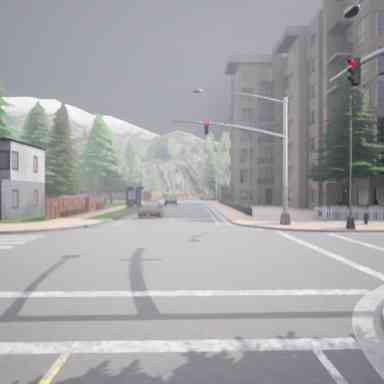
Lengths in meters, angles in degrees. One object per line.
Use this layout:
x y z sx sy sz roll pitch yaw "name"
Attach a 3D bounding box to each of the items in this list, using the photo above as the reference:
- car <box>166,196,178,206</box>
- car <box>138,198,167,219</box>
-3.344 1.356 53.590 1.882 1.535 5.008 0 0 0 "car"
-3.417 1.490 28.306 1.812 1.442 4.674 0 0 0 "car"
